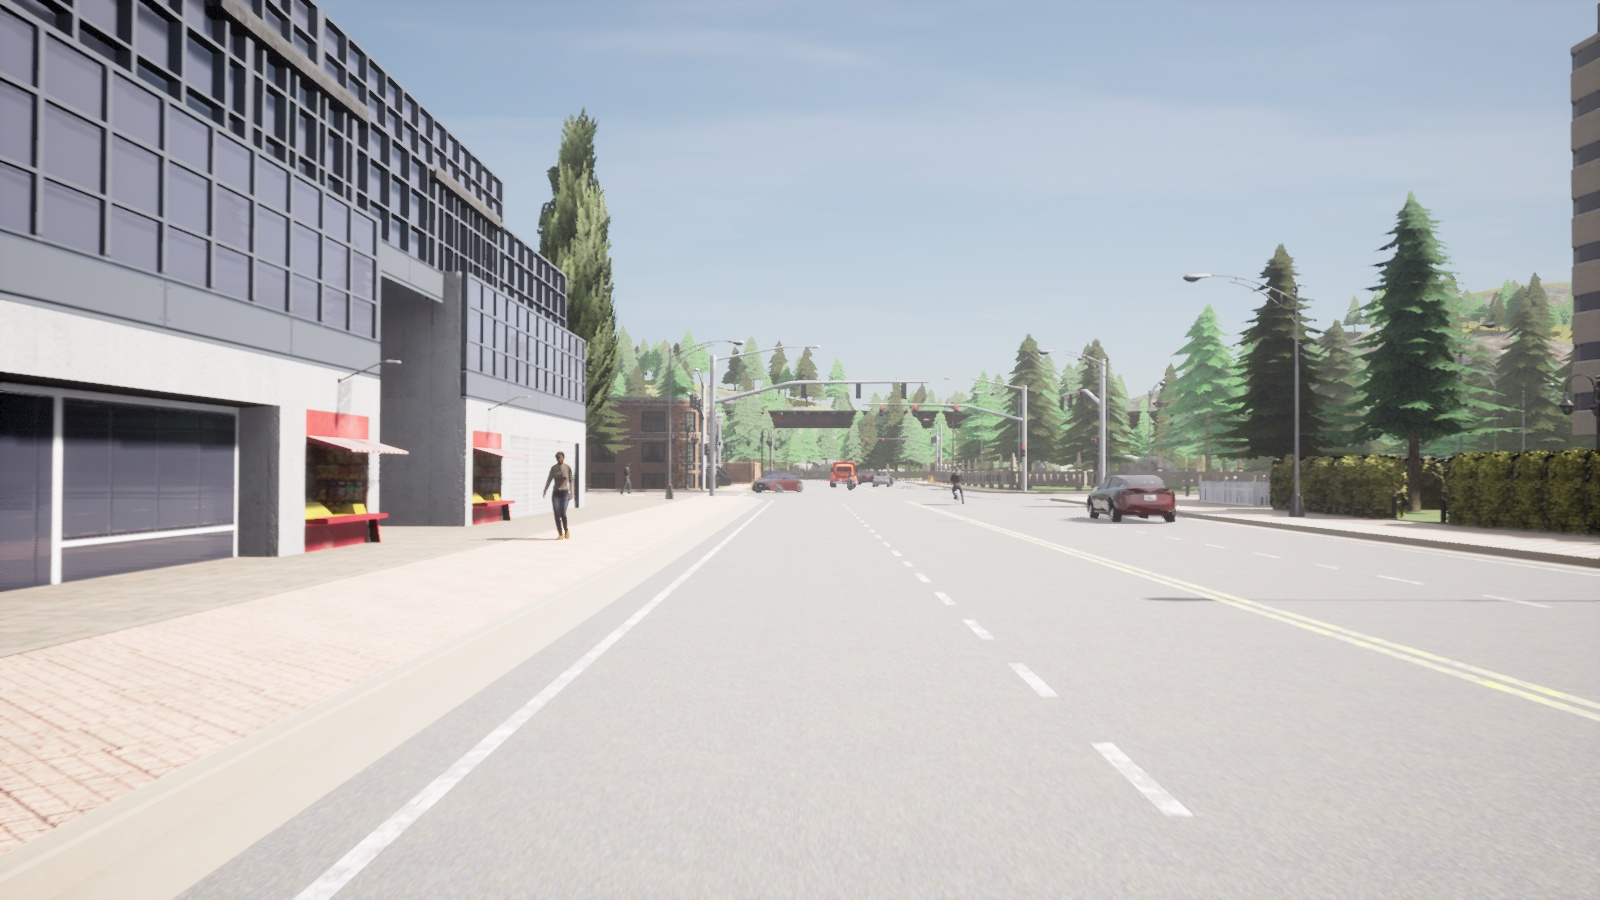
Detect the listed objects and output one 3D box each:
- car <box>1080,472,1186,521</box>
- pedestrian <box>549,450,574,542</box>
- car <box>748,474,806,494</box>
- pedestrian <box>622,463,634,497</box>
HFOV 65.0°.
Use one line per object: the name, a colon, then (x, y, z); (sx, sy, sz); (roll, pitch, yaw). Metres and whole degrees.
car: (10.702, 1.453, 40.750); (2.163, 1.488, 4.792); (0, -1, 0)
pedestrian: (-4.767, 0.913, 25.145); (0.328, 1.805, 0.869); (0, -1, 0)
car: (-1.599, 2.361, 88.254); (1.994, 1.385, 4.181); (-1, -1, 35)
pedestrian: (-9.828, 1.714, 71.812); (0.666, 1.930, 0.402); (0, -1, -6)
